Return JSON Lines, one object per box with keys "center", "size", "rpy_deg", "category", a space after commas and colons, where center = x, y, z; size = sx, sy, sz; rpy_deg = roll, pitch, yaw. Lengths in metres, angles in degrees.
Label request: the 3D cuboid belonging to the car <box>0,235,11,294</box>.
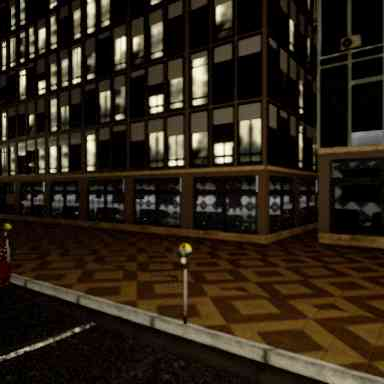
{"center": [-5.813, 1.313, 7.023], "size": [5.009, 1.841, 2.192], "rpy_deg": [0, 0, 36], "category": "car"}
